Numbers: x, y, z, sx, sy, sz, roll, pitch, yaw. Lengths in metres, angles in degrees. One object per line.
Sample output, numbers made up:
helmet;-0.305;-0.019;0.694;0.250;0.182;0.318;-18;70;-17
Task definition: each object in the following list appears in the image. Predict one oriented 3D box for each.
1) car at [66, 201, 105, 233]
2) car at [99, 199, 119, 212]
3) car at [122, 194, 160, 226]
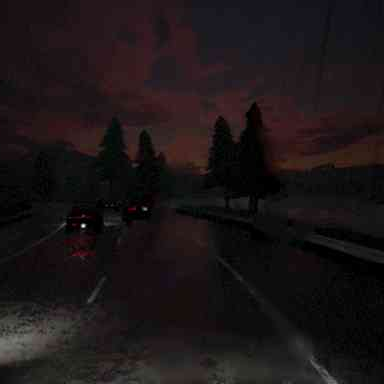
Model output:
car;-6.219;1.485;19.547;1.837;1.490;4.892;0;0;-14
car;-10.006;1.501;38.878;2.033;1.411;5.357;0;0;-28
car;-3.716;1.185;23.689;2.150;2.045;5.566;0;0;-16
